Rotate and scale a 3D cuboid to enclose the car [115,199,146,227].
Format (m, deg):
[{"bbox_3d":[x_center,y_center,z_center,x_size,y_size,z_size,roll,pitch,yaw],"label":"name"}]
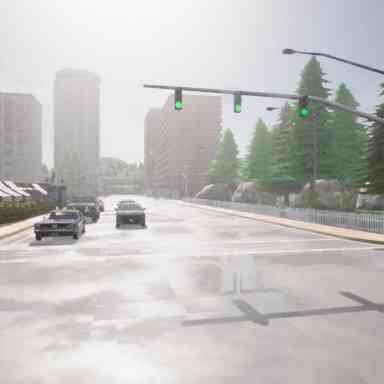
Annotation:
[{"bbox_3d":[-4.264,1.478,22.965,1.882,1.535,5.008,0,0,-12],"label":"car"}]

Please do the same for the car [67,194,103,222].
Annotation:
[{"bbox_3d":[-8.613,1.221,26.572,2.150,2.045,5.566,0,0,-12],"label":"car"}]

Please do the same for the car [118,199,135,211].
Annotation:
[{"bbox_3d":[-8.247,1.564,41.739,1.994,1.385,4.181,0,0,-12],"label":"car"}]

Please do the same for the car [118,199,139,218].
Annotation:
[{"bbox_3d":[-6.165,1.505,31.914,1.837,1.490,4.892,0,0,-12],"label":"car"}]

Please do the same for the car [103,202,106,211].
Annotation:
[{"bbox_3d":[-11.153,1.526,38.544,1.812,1.442,4.674,0,0,-12],"label":"car"}]

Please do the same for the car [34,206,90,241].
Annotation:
[{"bbox_3d":[-6.588,1.601,17.021,1.895,1.301,4.718,0,0,-12],"label":"car"}]
